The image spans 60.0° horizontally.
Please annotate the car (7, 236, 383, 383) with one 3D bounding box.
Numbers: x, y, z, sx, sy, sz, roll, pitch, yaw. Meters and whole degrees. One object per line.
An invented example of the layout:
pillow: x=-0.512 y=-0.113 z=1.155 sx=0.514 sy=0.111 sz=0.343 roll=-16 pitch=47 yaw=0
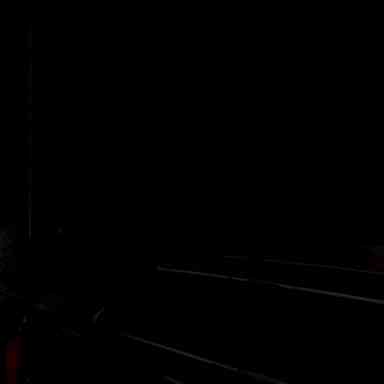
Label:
car: x=0.573 y=1.314 z=2.666 sx=5.009 sy=1.841 sz=2.192 roll=0 pitch=0 yaw=35
